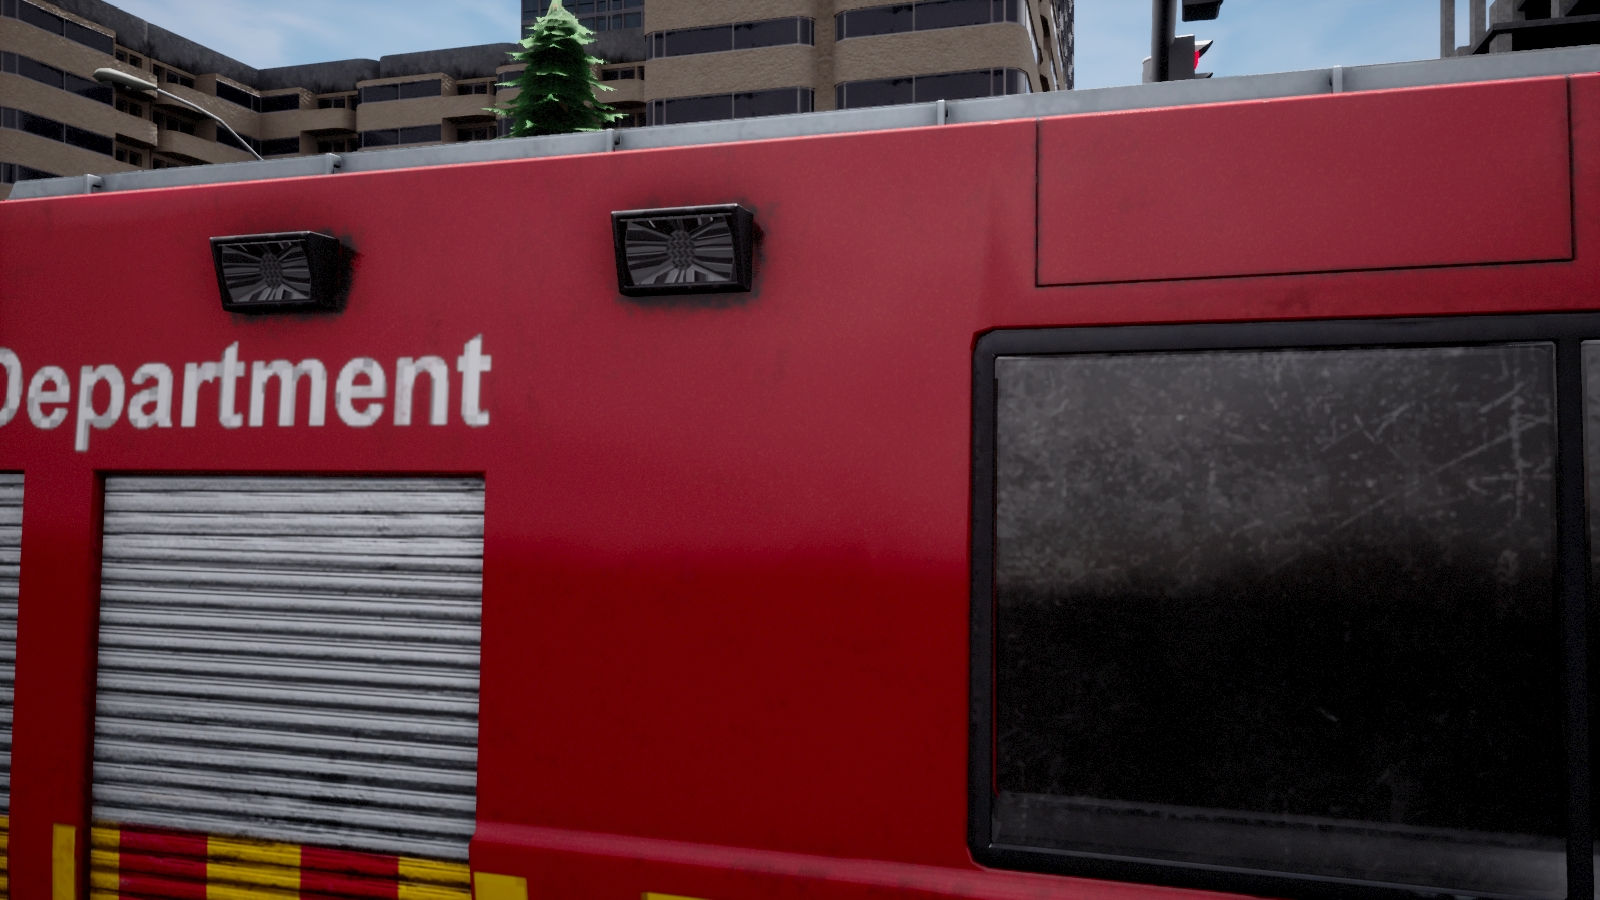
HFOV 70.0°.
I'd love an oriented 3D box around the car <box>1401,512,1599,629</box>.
[{"bbox_3d":[12.484,2.037,20.491,2.038,1.542,4.974,0,0,16],"label":"car"}]
